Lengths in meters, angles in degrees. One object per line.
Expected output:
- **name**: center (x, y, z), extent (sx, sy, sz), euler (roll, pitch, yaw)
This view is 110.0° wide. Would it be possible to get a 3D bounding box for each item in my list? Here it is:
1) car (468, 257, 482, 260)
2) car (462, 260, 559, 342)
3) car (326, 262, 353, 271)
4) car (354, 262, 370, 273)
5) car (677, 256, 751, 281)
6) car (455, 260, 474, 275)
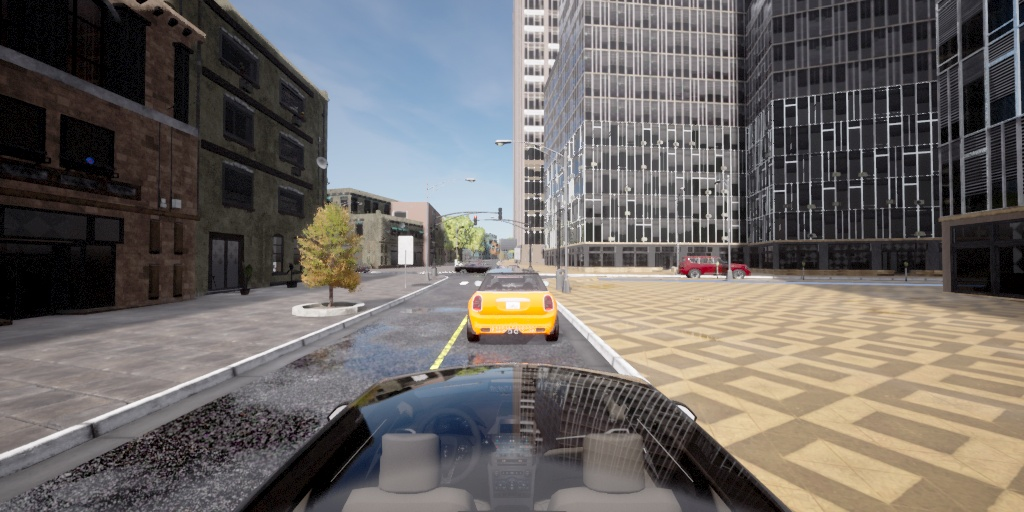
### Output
- **car**: center (-5.478, 1.240, 53.338), extent (1.882, 1.535, 5.008), euler (0, 0, -6)
- **car**: center (0.004, 1.105, 9.980), extent (2.097, 1.767, 4.553), euler (0, 0, 0)
- **car**: center (-20.586, 1.318, 40.121), extent (4.313, 1.339, 1.948), euler (0, 0, 18)
- **car**: center (-18.964, 1.316, 42.200), extent (4.674, 1.442, 1.812), euler (0, -1, 18)
- **car**: center (15.744, 0.938, 28.234), extent (5.009, 1.841, 2.192), euler (0, 0, 18)
- **car**: center (-3.424, 1.360, 37.154), extent (4.718, 1.301, 1.895), euler (0, 0, 18)
